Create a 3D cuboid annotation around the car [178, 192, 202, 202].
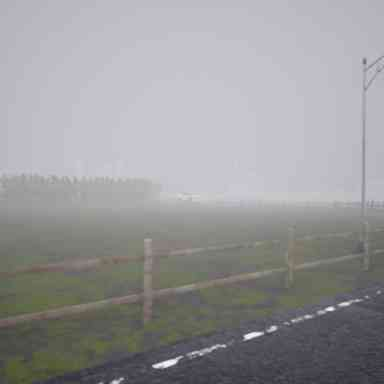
[{"bbox_3d":[-0.492,1.019,63.043,2.150,2.045,5.566,1,0,-37],"label":"car"}]
